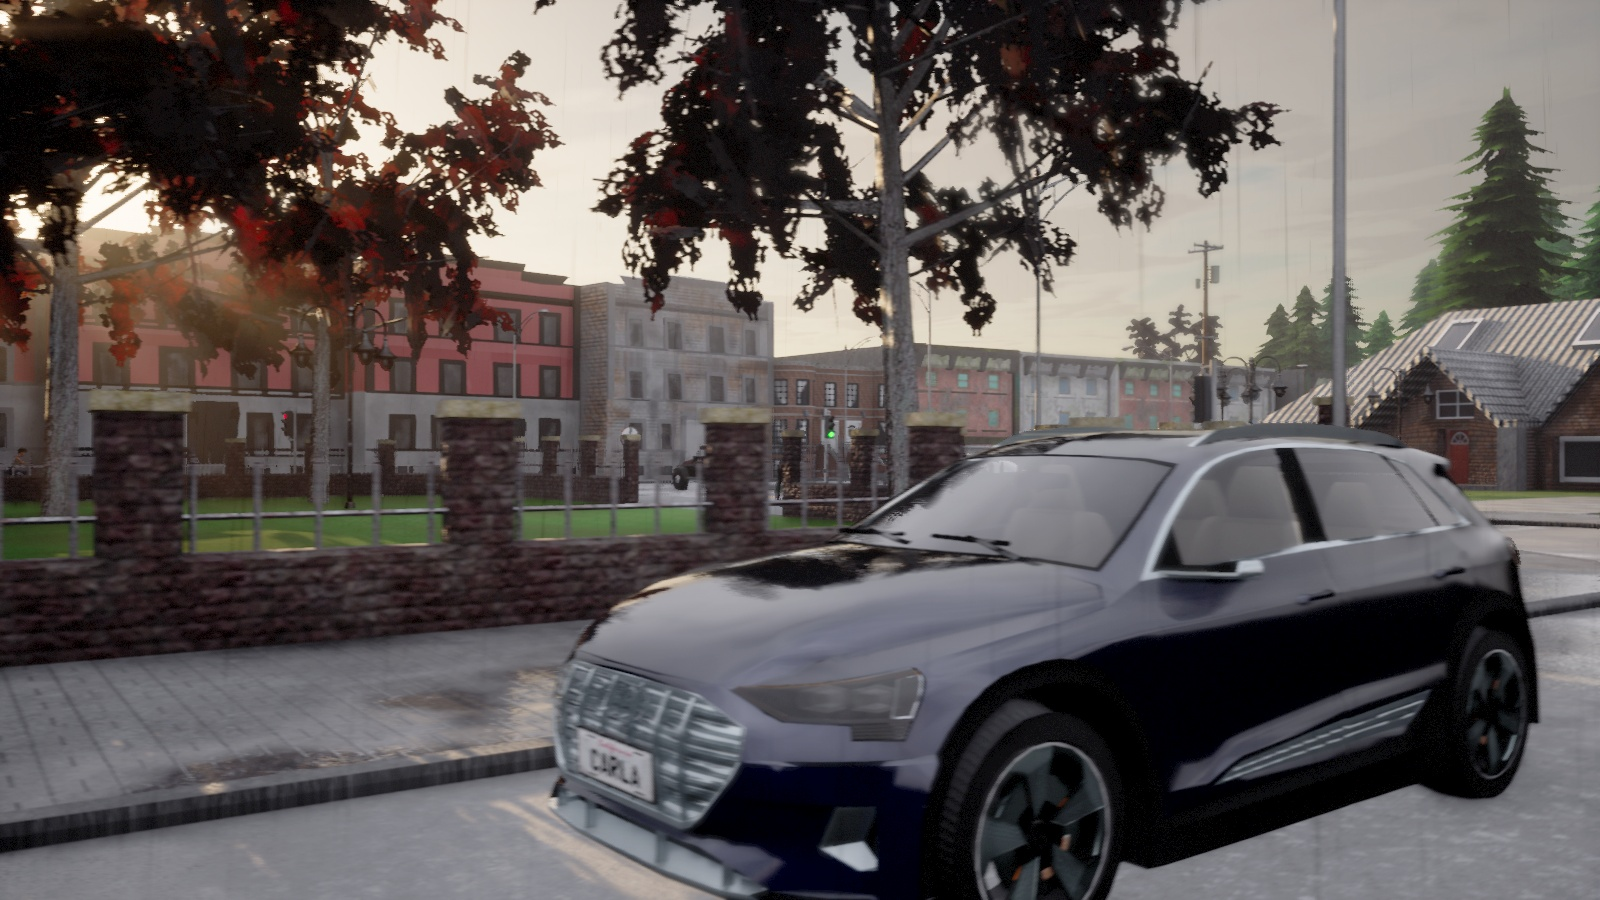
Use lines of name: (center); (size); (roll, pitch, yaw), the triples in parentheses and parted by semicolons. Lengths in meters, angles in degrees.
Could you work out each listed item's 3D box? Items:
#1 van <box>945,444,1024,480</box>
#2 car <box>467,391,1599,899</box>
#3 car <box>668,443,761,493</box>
van: (10.608, 0.671, 72.078); (4.442, 1.987, 1.775); (0, 0, -35)
car: (1.317, 0.687, 5.308); (4.856, 1.649, 2.033); (0, 0, -38)
car: (-3.424, 0.681, 49.713); (1.905, 1.878, 3.866); (0, 0, -36)
